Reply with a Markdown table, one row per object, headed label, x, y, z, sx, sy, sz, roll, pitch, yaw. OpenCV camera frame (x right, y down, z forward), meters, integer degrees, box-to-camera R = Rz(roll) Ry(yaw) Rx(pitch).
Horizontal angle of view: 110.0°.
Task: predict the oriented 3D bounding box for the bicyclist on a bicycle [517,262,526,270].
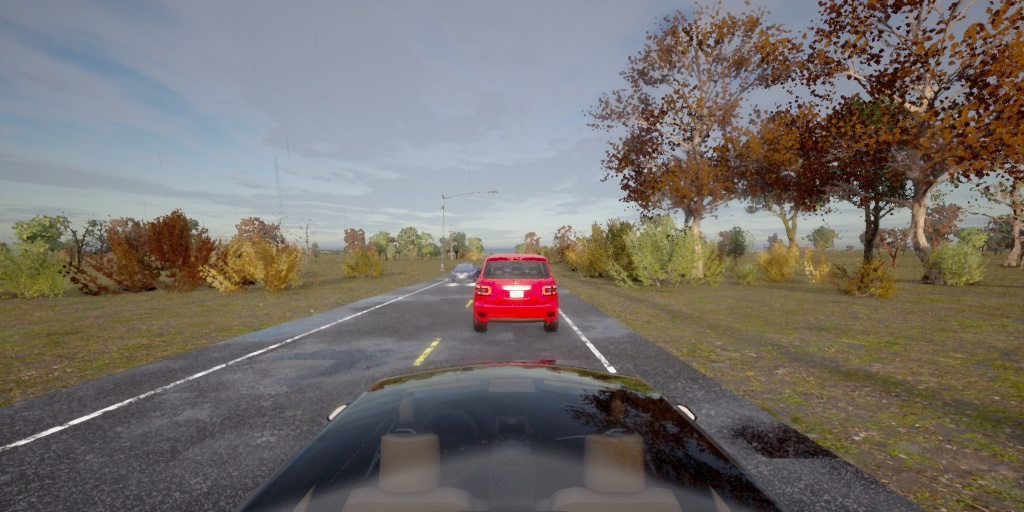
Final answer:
| label | x | y | z | sx | sy | sz | roll | pitch | yaw |
| --- | --- | --- | --- | --- | --- | --- | --- | --- | --- |
| bicyclist on a bicycle | 0.874 | 1.110 | 30.104 | 0.659 | 1.776 | 1.843 | 0 | 0 | 0 |

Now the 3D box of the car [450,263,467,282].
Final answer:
| label | x | y | z | sx | sy | sz | roll | pitch | yaw |
| --- | --- | --- | --- | --- | --- | --- | --- | --- | --- |
| car | -3.684 | 1.266 | 28.572 | 1.812 | 1.442 | 4.674 | 0 | 0 | 0 |

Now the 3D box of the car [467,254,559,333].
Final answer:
| label | x | y | z | sx | sy | sz | roll | pitch | yaw |
| --- | --- | --- | --- | --- | --- | --- | --- | --- | --- |
| car | 0.083 | 0.968 | 10.925 | 2.150 | 2.045 | 5.566 | 0 | 0 | -1 |
